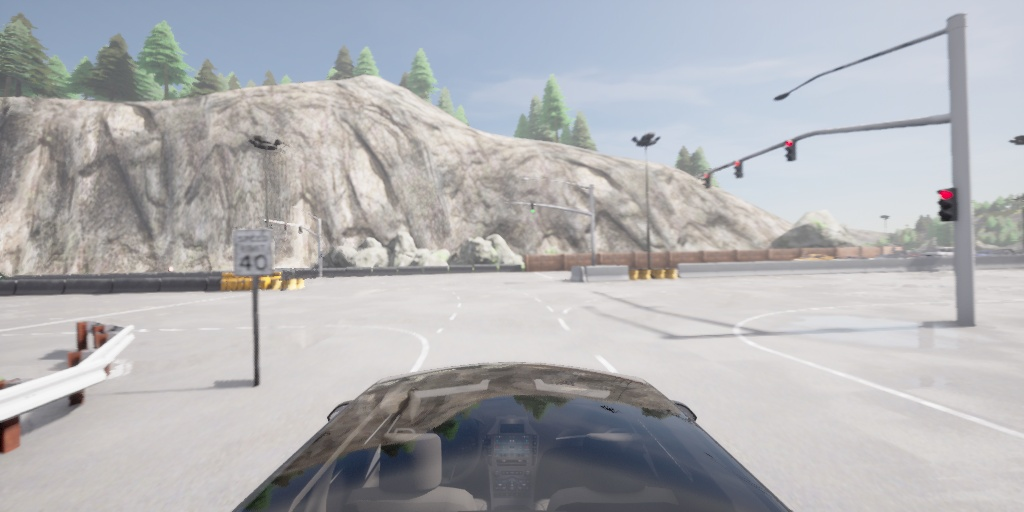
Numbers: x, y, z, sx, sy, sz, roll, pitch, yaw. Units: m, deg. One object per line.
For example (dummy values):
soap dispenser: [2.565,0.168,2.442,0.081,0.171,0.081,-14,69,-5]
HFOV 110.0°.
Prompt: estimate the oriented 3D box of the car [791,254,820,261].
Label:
car: [40.031,0.539,47.871,5.008,1.535,1.882,-1,0,-3]

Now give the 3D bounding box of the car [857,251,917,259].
car: [42.947,0.474,41.133,4.674,1.442,1.812,-1,0,-5]

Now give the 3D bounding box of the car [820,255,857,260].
car: [41.563,0.604,44.451,4.718,1.301,1.895,-1,0,-4]
